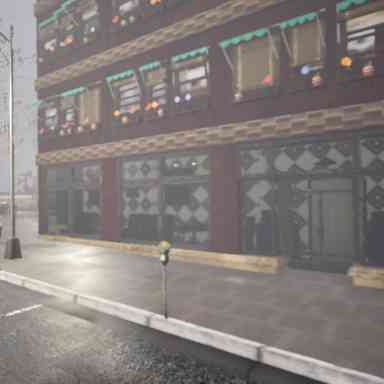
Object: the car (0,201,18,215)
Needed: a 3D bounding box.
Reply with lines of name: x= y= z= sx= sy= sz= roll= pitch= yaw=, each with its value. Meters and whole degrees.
car: x=-19.028 y=1.579 z=31.825 sx=1.947 sy=1.339 sz=4.313 roll=-1 pitch=0 yaw=36
